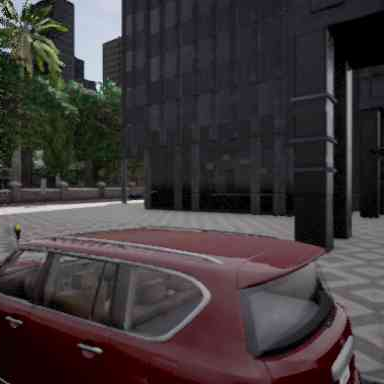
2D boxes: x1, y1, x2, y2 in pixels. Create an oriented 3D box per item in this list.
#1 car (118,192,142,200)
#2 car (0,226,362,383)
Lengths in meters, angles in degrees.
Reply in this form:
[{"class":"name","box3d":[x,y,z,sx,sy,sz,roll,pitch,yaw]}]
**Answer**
[{"class":"car","box3d":[-9.835,0.658,54.549,1.895,1.301,4.718,0,1,36]},{"class":"car","box3d":[-0.924,1.313,3.623,5.009,1.841,2.192,0,0,36]}]
